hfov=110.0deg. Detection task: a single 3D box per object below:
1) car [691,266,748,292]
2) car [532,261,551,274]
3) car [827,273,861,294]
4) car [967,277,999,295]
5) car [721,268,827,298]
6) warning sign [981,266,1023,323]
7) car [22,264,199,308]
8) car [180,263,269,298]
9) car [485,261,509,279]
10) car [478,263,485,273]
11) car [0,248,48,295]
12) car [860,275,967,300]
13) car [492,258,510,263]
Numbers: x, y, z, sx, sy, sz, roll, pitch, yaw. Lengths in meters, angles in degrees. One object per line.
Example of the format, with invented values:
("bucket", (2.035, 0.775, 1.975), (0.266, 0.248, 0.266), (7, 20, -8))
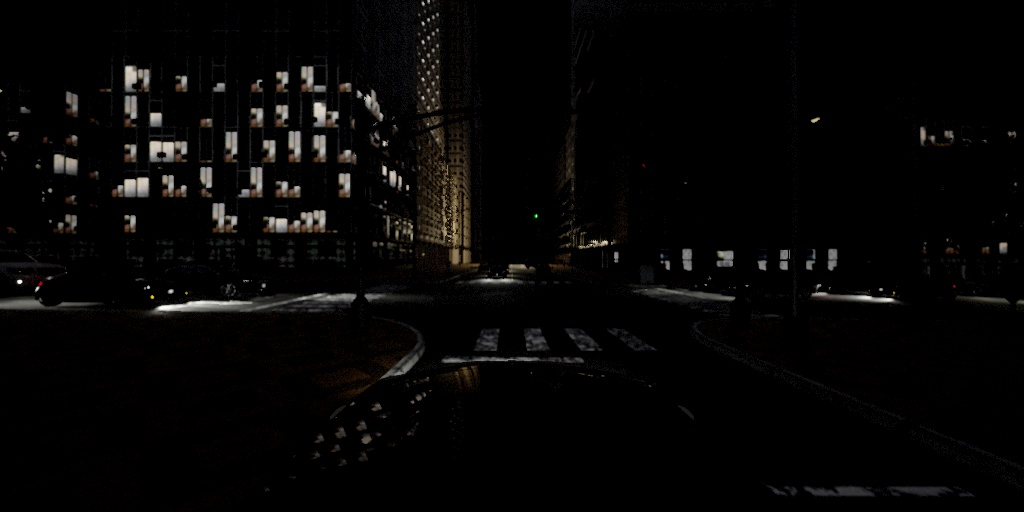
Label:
("car", (15.024, 1.556, 24.982), (4.553, 1.767, 2.097), (1, 0, -3))
("car", (3.979, 1.634, 46.186), (1.948, 1.339, 4.313), (0, 0, 0))
("car", (23.646, 1.926, 25.385), (4.181, 1.385, 1.994), (1, 0, -5))
("car", (33.740, 2.148, 25.819), (4.718, 1.301, 1.895), (1, 0, -3))
("car", (15.821, 1.703, 21.775), (4.892, 1.490, 1.837), (1, 0, -4))
("warning sign", (17.287, 1.278, 12.368), (1.060, 1.860, 1.300), (0, 0, -3))
("car", (-15.065, 1.144, 13.666), (4.181, 1.385, 1.994), (1, 0, -3))
("car", (-14.273, 1.107, 16.964), (4.902, 1.511, 2.128), (1, 0, -3))
("car", (-1.455, 1.533, 36.763), (1.812, 1.442, 4.674), (0, 0, 0))
("car", (-3.967, 1.684, 51.688), (1.802, 1.307, 4.207), (0, 0, 0))
("car", (-24.111, 0.653, 16.512), (5.566, 2.045, 2.150), (1, 0, -3))
("car", (24.688, 1.924, 22.165), (4.181, 1.385, 1.994), (1, 0, -3))
("car", (-1.487, 1.298, 47.491), (2.150, 2.045, 5.566), (0, 0, 0))
